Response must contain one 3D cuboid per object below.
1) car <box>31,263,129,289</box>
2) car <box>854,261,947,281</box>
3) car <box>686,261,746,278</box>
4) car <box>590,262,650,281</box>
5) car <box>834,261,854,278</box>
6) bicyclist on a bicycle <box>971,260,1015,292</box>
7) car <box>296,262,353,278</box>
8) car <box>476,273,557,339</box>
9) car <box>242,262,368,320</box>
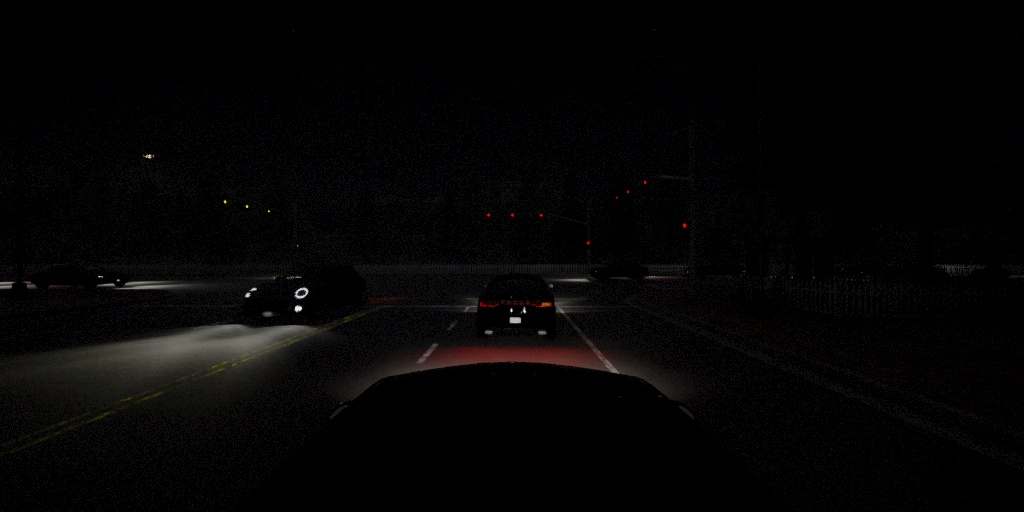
[{"bbox_3d":[-26.580,1.220,22.081,4.674,1.442,1.812,0,0,0],"label":"car"},{"bbox_3d":[31.368,1.242,28.822,5.357,1.411,2.033,0,0,2],"label":"car"},{"bbox_3d":[18.416,1.186,32.506,4.902,1.511,2.128,0,0,1],"label":"car"},{"bbox_3d":[8.722,1.221,29.092,4.674,1.442,1.812,0,0,0],"label":"car"},{"bbox_3d":[31.294,1.186,32.197,4.902,1.511,2.128,0,0,3],"label":"car"},{"bbox_3d":[22.821,0.995,17.030,0.582,1.620,1.656,0,0,0],"label":"bicyclist on a bicycle"},{"bbox_3d":[-17.075,1.259,32.744,4.181,1.385,1.994,0,0,0],"label":"car"},{"bbox_3d":[0.173,1.228,10.168,1.882,1.535,5.008,0,0,2],"label":"car"},{"bbox_3d":[-6.959,1.103,12.604,2.097,1.767,4.553,0,0,3],"label":"car"}]
